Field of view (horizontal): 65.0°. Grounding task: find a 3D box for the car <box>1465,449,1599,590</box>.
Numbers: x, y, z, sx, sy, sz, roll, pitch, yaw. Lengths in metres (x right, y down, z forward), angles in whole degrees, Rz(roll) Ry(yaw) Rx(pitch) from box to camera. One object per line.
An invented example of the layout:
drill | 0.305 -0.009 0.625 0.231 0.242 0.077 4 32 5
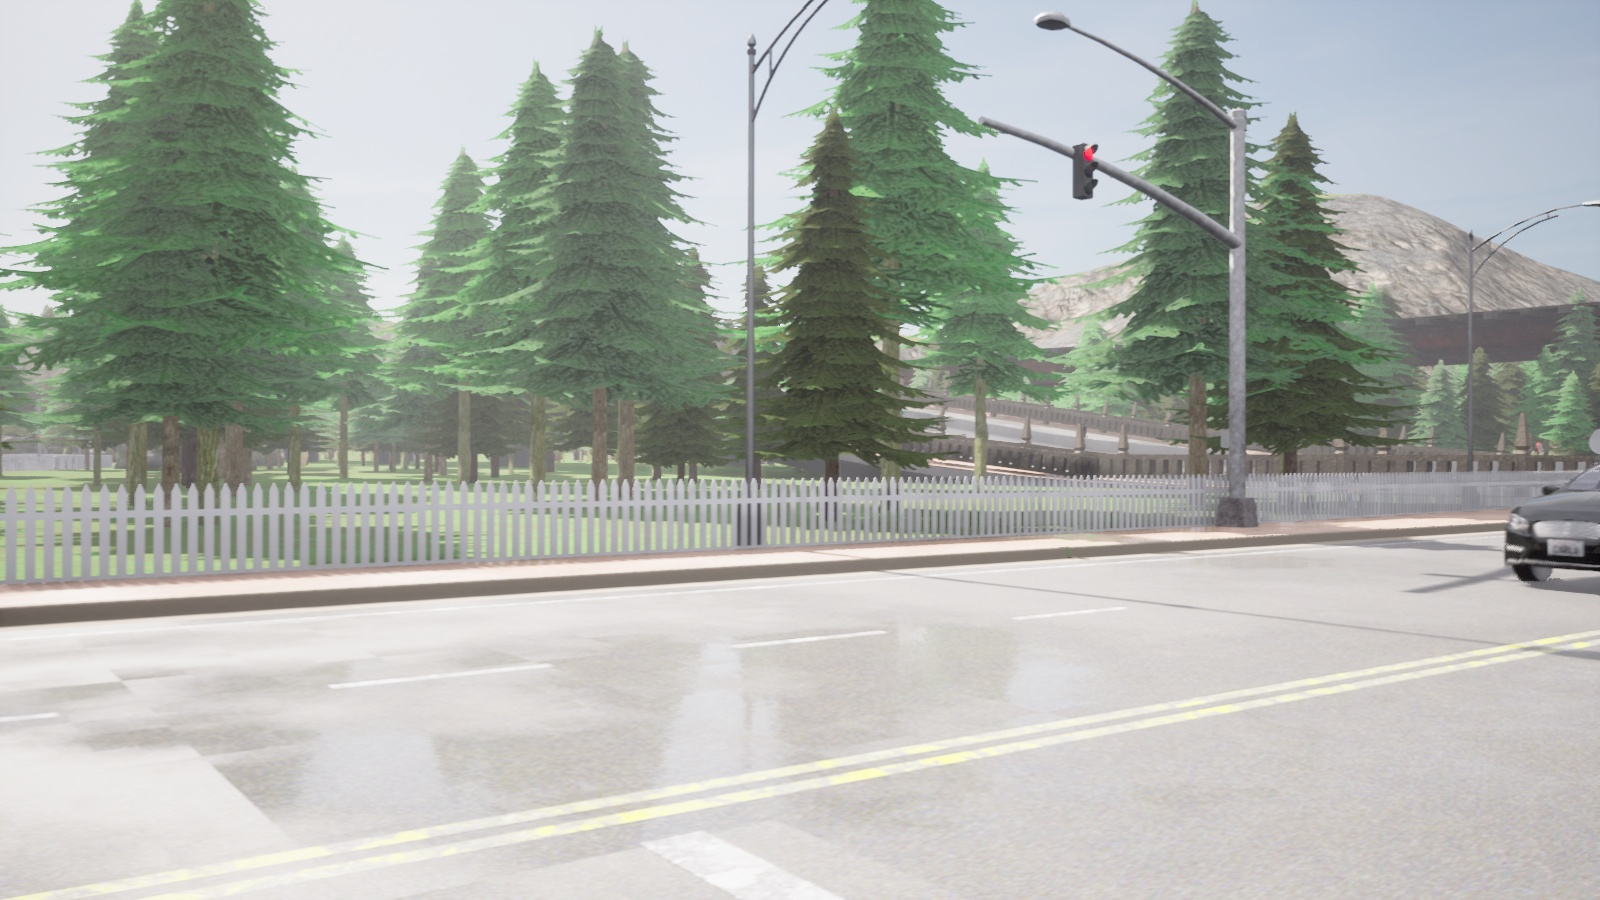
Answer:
car | 10.357 0.744 15.131 4.902 1.511 2.128 0 0 -35
